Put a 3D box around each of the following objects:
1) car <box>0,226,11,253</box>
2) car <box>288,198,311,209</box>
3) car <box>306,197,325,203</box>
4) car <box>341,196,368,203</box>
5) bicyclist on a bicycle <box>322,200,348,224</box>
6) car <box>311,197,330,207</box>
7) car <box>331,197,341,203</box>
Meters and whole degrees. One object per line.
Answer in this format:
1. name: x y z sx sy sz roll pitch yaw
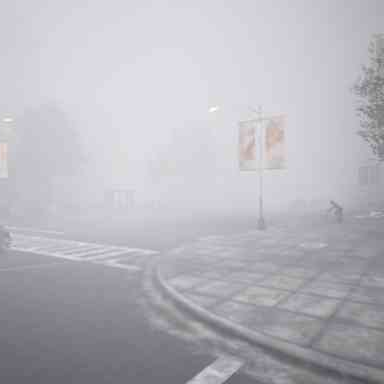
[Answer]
1. car: -7.908 1.653 11.522 2.128 1.511 4.902 -1 0 -11
2. car: 15.836 1.794 49.884 1.812 1.442 4.674 -1 -1 36
3. car: 29.999 1.918 80.891 4.674 1.452 2.002 0 -1 -35
4. car: 38.287 1.844 78.219 5.357 1.411 2.033 0 -1 -30
5. bicyclist on a bicycle: 9.779 1.401 22.810 1.656 1.620 0.582 -1 -1 36
6. car: 22.266 1.763 58.805 1.882 1.535 5.008 -1 0 37
7. car: 37.169 1.866 81.599 4.674 1.442 1.812 0 -1 -27
